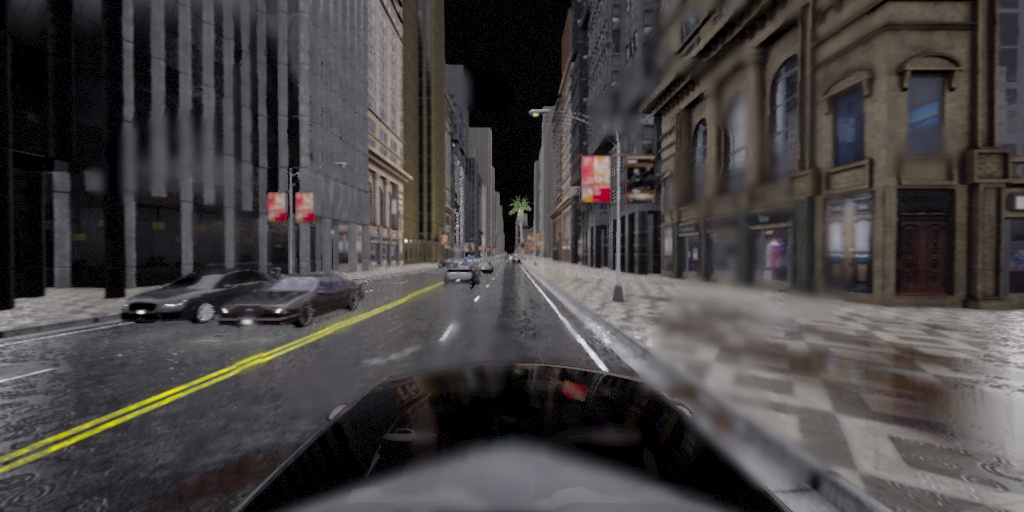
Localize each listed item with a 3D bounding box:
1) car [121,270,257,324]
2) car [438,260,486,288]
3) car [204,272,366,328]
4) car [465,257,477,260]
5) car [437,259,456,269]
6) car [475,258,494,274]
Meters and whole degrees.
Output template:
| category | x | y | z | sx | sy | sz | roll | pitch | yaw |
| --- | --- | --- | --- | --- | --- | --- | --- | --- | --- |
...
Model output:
| category | x | y | z | sx | sy | sz | roll | pitch | yaw |
| --- | --- | --- | --- | --- | --- | --- | --- | --- | --- |
| car | -9.845 | 1.245 | 11.940 | 1.837 | 1.490 | 4.892 | 0 | 0 | 0 |
| car | -3.141 | 1.220 | 23.370 | 2.128 | 1.511 | 4.902 | 0 | 0 | 0 |
| car | -6.596 | 1.288 | 11.624 | 2.033 | 1.411 | 5.357 | 0 | 0 | 0 |
| car | -6.532 | 1.205 | 53.820 | 1.812 | 1.442 | 4.674 | 0 | 0 | 1 |
| car | -9.790 | 1.243 | 53.825 | 1.994 | 1.385 | 4.181 | 0 | 0 | 0 |
| car | -3.133 | 1.269 | 40.980 | 1.994 | 1.385 | 4.181 | 0 | 0 | 0 |
